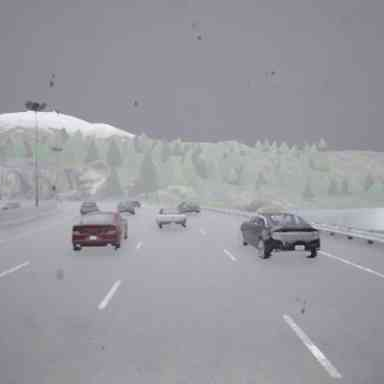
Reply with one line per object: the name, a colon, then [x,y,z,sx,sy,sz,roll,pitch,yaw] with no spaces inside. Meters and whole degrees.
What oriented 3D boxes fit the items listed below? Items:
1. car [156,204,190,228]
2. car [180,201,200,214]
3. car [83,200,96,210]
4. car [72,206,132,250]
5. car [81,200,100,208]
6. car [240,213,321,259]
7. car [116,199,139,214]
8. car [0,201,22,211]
car: [-1.582,1.772,23.891,1.895,1.301,4.718,-1,0,-9]
car: [-0.551,1.799,38.751,2.033,1.411,5.357,-1,0,-15]
car: [-17.238,2.076,55.778,1.837,1.490,4.892,0,0,-21]
car: [-4.041,1.625,15.193,1.882,1.535,5.008,0,0,-6]
car: [-11.261,1.866,36.711,2.128,1.511,4.902,-1,0,-14]
car: [3.147,1.533,12.776,2.128,1.511,4.902,0,0,-5]
car: [-8.154,1.906,40.444,2.033,1.411,5.357,-1,0,-17]
car: [-25.414,2.123,47.242,1.837,1.490,4.892,0,0,-18]
